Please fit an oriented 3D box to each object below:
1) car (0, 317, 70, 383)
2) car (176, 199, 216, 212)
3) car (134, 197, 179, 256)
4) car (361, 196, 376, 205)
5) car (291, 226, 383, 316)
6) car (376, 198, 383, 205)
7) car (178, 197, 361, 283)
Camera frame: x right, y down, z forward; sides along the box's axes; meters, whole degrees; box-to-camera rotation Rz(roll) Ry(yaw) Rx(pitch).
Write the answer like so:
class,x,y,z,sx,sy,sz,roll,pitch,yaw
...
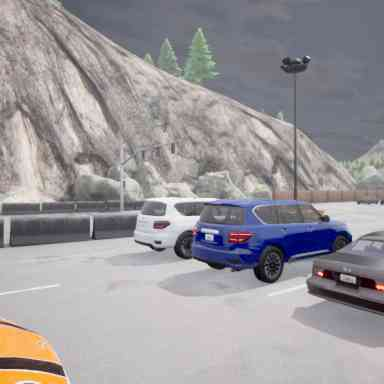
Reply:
class,x,y,z,sx,sy,sz,roll,pitch,yaw
car,-2.939,1.350,1.644,4.553,1.767,2.097,0,0,-36
car,0.445,1.535,38.678,4.181,1.385,1.994,0,0,-31
car,0.525,1.221,12.797,5.566,2.045,2.150,0,0,-36
car,29.447,1.386,55.695,4.181,1.385,1.994,0,0,-36
car,4.740,1.546,7.213,5.357,1.411,2.033,0,0,-36
car,31.867,1.384,53.135,4.181,1.385,1.994,0,0,-36
car,2.550,1.221,9.920,5.566,2.045,2.150,0,0,-38
